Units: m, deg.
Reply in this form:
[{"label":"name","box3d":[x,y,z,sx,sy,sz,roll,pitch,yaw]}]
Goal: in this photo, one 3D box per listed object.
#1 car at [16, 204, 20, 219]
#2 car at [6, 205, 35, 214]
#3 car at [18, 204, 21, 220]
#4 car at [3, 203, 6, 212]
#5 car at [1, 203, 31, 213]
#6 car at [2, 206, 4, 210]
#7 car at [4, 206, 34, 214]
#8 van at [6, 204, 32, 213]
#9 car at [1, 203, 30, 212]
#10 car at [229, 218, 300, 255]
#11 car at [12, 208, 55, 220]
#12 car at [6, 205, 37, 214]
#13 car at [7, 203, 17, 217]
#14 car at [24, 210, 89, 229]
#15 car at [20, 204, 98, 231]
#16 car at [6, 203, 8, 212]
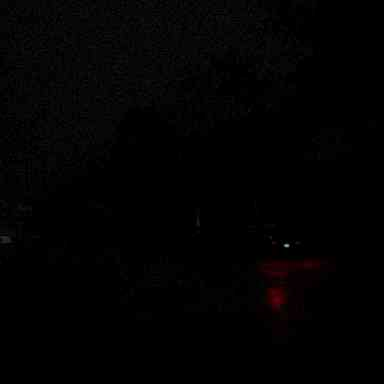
[{"label":"car","box3d":[-16.806,2.545,37.780,2.185,1.767,4.553,0,-3,39]},{"label":"car","box3d":[-34.108,3.456,66.137,2.185,1.767,4.553,-1,-4,39]},{"label":"car","box3d":[-15.229,2.462,35.197,2.185,1.767,4.553,0,-3,39]},{"label":"car","box3d":[-26.254,2.916,53.231,2.435,2.045,5.566,0,-3,39]},{"label":"car","box3d":[-40.355,3.661,76.463,2.435,2.045,5.566,0,-3,39]},{"label":"car","box3d":[-29.350,3.085,58.441,2.435,2.045,5.566,-1,-4,39]},{"label":"car","box3d":[-35.640,3.667,68.735,2.231,1.521,4.892,0,-3,39]},{"label":"van","box3d":[-37.141,3.529,71.419,1.878,1.987,4.442,-1,-4,39]},{"label":"car","box3d":[-41.908,3.746,79.099,2.435,2.045,5.566,-1,-4,39]},{"label":"car","box3d":[3.233,1.953,15.500,1.812,1.442,4.674,1,-1,-14]},{"label":"car","box3d":[-21.549,2.947,45.470,2.163,1.488,4.792,0,-3,39]},{"label":"car","box3d":[-32.529,3.374,63.554,2.185,1.767,4.553,-1,-4,39]},{"label":"car","box3d":[-19.970,2.583,42.901,2.435,2.045,5.566,0,-3,39]},{"label":"car","box3d":[-12.111,2.421,30.008,2.231,1.521,4.892,0,-3,39]},{"label":"car","box3d":[-10.534,2.087,27.461,2.435,2.045,5.566,-1,-4,39]},{"label":"car","box3d":[-23.072,2.752,48.113,2.435,2.045,5.566,-1,-4,39]}]
